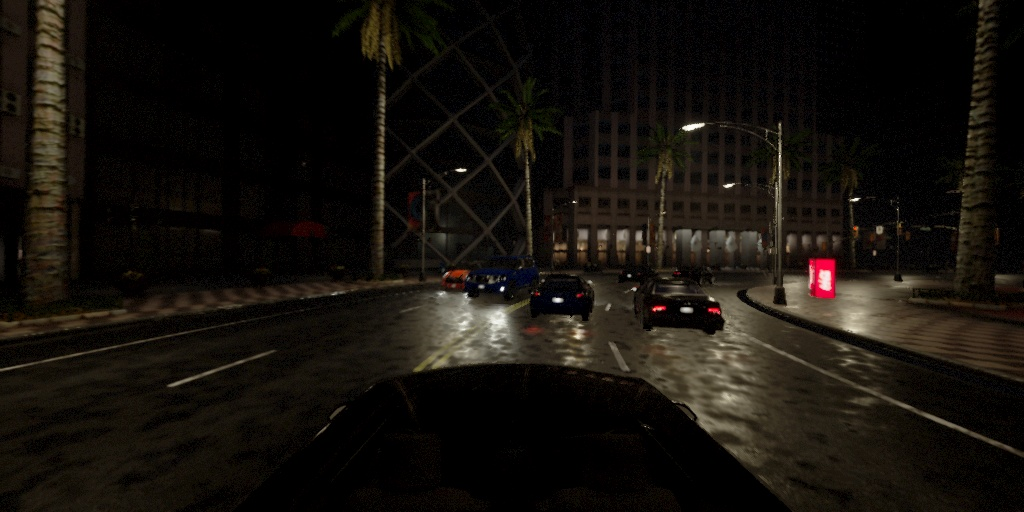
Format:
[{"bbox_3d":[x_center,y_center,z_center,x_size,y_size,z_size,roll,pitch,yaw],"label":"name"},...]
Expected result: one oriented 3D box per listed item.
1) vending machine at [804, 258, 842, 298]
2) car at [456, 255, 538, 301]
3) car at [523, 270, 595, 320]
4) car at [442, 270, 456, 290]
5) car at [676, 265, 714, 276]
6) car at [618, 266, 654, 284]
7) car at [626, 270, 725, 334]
[{"bbox_3d":[15.362,1.114,17.757,1.100,2.100,0.880,0,0,32],"label":"vending machine"},{"bbox_3d":[-0.320,0.989,18.106,2.150,2.045,5.566,0,0,22],"label":"car"},{"bbox_3d":[1.942,1.347,13.064,1.994,1.385,4.181,0,0,15],"label":"car"},{"bbox_3d":[-2.287,1.105,21.999,2.097,1.767,4.553,1,0,26],"label":"car"},{"bbox_3d":[13.674,1.418,26.896,1.837,1.490,4.892,0,-1,44],"label":"car"},{"bbox_3d":[9.984,1.443,28.010,1.994,1.385,4.181,0,0,41],"label":"car"},{"bbox_3d":[4.836,1.356,11.043,2.033,1.411,5.357,0,0,15],"label":"car"}]
